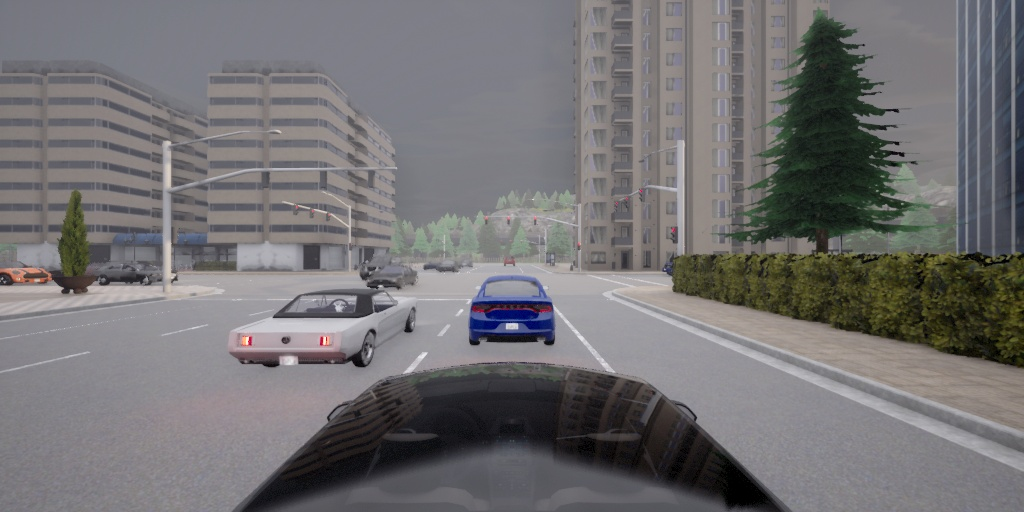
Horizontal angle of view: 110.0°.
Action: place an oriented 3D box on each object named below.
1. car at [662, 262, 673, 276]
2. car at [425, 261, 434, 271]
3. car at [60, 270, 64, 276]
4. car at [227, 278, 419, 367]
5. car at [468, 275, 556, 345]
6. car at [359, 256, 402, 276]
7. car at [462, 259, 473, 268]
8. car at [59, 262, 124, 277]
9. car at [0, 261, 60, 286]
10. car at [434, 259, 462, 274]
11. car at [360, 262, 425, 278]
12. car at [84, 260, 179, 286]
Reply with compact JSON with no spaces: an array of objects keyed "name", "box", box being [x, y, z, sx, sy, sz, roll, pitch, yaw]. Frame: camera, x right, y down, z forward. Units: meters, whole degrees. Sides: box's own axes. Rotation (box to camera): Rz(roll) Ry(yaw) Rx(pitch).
[{"name":"car","box":[17.894,0.983,35.462,5.566,2.045,2.150,0,0,0]},{"name":"car","box":[-11.030,1.367,50.183,1.895,1.301,4.718,0,0,0]},{"name":"car","box":[-38.614,1.360,28.326,4.718,1.301,1.895,0,0,0]},{"name":"car","box":[-3.496,1.353,7.850,1.895,1.301,4.718,0,0,0]},{"name":"car","box":[-0.004,1.230,9.515,1.882,1.535,5.008,0,0,0]},{"name":"car","box":[-10.860,0.981,30.380,2.150,2.045,5.566,0,0,0]},{"name":"car","box":[-7.596,1.261,59.201,2.128,1.511,4.902,0,0,0]},{"name":"car","box":[-41.575,1.326,35.532,4.181,1.385,1.994,0,0,0]},{"name":"car","box":[-35.098,1.110,24.818,4.553,1.767,2.097,0,0,0]},{"name":"car","box":[-7.463,1.242,42.493,1.882,1.535,5.008,0,0,0]},{"name":"car","box":[-7.285,1.305,22.485,2.033,1.411,5.357,0,0,-1]},{"name":"car","box":[-25.946,1.250,24.788,4.902,1.511,2.128,0,0,1]}]
